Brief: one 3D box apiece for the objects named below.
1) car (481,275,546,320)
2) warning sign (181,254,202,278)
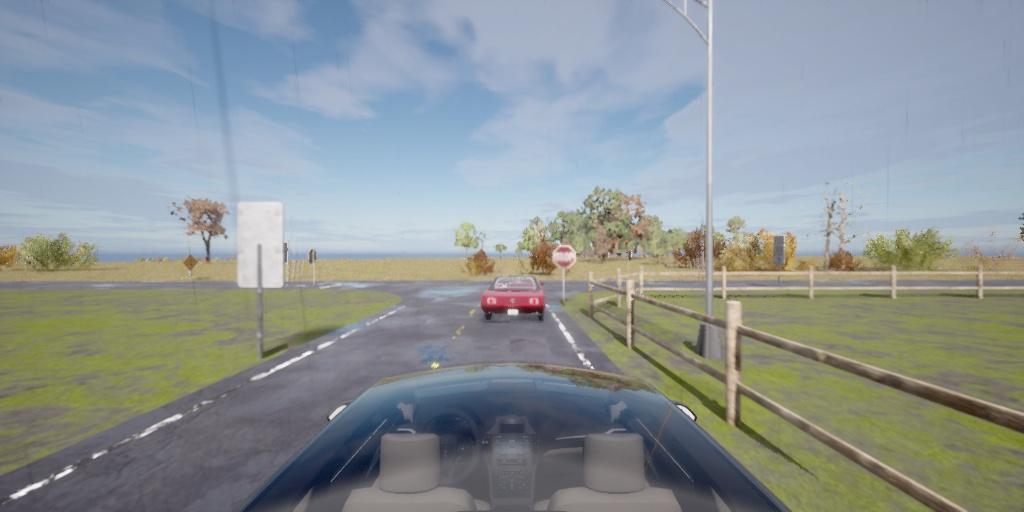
[{"bbox_3d":[0.180,1.298,12.402,1.895,1.301,4.718,0,0,4],"label":"car"},{"bbox_3d":[-25.388,0.800,28.270,1.060,1.860,1.300,0,0,0],"label":"warning sign"}]
